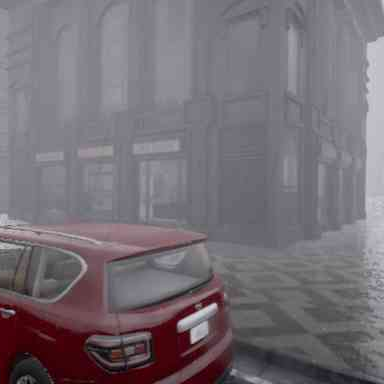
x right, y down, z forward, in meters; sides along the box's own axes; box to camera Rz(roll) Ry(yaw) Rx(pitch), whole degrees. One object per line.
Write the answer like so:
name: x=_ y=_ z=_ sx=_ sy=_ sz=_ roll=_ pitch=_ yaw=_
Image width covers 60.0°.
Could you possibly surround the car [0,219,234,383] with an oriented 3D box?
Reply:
car: x=-1.876 y=1.286 z=4.303 sx=5.009 sy=1.841 sz=2.192 roll=1 pitch=0 yaw=36
